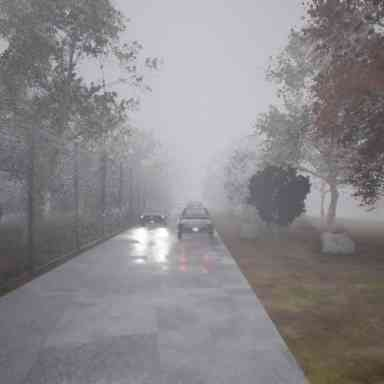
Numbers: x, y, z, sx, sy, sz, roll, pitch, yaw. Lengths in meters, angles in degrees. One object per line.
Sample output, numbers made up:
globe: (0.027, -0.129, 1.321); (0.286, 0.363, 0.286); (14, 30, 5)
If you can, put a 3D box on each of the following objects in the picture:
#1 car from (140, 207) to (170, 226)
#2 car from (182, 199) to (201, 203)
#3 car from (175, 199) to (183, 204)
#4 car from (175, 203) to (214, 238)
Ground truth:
car: (-2.720, 1.792, 25.103); (1.895, 1.301, 4.718); (0, -1, 0)
car: (0.330, 1.742, 36.765); (2.097, 1.767, 4.553); (0, -1, 0)
car: (-2.219, 2.412, 66.522); (2.150, 2.045, 5.566); (0, -2, 1)
car: (0.188, 1.600, 18.336); (2.128, 1.511, 4.902); (0, -1, 0)
